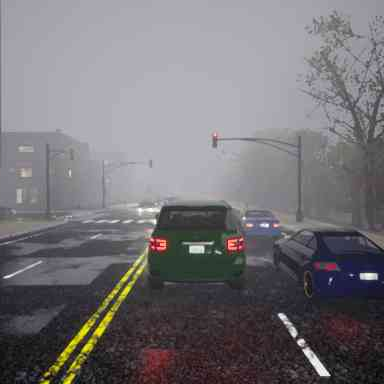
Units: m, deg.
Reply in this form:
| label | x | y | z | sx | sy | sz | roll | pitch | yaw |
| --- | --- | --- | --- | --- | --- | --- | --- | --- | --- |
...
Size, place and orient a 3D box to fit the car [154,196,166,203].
| label | x | y | z | sx | sy | sz | roll | pitch | yaw |
| --- | --- | --- | --- | --- | --- | --- | --- | --- | --- |
| car | -6.509 | 1.538 | 67.917 | 2.033 | 1.411 | 5.357 | 0 | 0 | 0 |

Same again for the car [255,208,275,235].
| label | x | y | z | sx | sy | sz | roll | pitch | yaw |
| --- | --- | --- | --- | --- | --- | --- | --- | --- | --- |
| car | 3.338 | 1.544 | 17.515 | 2.033 | 1.411 | 5.357 | 0 | 0 | 3 |

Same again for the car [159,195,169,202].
| label | x | y | z | sx | sy | sz | roll | pitch | yaw |
| --- | --- | --- | --- | --- | --- | --- | --- | --- | --- |
| car | -6.520 | 1.515 | 78.246 | 2.128 | 1.511 | 4.902 | 0 | 0 | 0 |

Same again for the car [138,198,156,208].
| label | x | y | z | sx | sy | sz | roll | pitch | yaw |
| --- | --- | --- | --- | --- | --- | --- | --- | --- | --- |
| car | -6.560 | 1.592 | 49.003 | 1.895 | 1.301 | 4.718 | 0 | 0 | 0 |

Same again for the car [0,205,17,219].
| label | x | y | z | sx | sy | sz | roll | pitch | yaw |
| --- | --- | --- | --- | --- | --- | --- | --- | --- | --- |
| car | -19.688 | 1.784 | 32.231 | 4.902 | 1.511 | 2.128 | -1 | 1 | -1 |

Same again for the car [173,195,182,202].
| label | x | y | z | sx | sy | sz | roll | pitch | yaw |
| --- | --- | --- | --- | --- | --- | --- | --- | --- | --- |
| car | -3.268 | 1.514 | 76.531 | 1.812 | 1.442 | 4.674 | 0 | 0 | 0 |

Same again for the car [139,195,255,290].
| label | x | y | z | sx | sy | sz | roll | pitch | yaw |
| --- | --- | --- | --- | --- | --- | --- | --- | --- | --- |
| car | 0.111 | 1.220 | 9.211 | 2.150 | 2.045 | 5.566 | 0 | 0 | 0 |

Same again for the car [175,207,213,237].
| label | x | y | z | sx | sy | sz | roll | pitch | yaw |
| --- | --- | --- | --- | --- | --- | --- | --- | --- | --- |
| car | 0.126 | 1.597 | 18.969 | 1.895 | 1.301 | 4.718 | 0 | 0 | 0 |

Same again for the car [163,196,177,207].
| label | x | y | z | sx | sy | sz | roll | pitch | yaw |
| --- | --- | --- | --- | --- | --- | --- | --- | --- | --- |
| car | -3.310 | 1.469 | 50.688 | 1.882 | 1.535 | 5.008 | 0 | 0 | 0 |

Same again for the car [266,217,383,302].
| label | x | y | z | sx | sy | sz | roll | pitch | yaw |
| --- | --- | --- | --- | --- | --- | --- | --- | --- | --- |
| car | 3.358 | 1.562 | 8.288 | 1.994 | 1.385 | 4.181 | 0 | 0 | 0 |

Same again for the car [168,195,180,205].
| label | x | y | z | sx | sy | sz | roll | pitch | yaw |
| --- | --- | --- | --- | --- | --- | --- | --- | --- | --- |
| car | -3.301 | 1.469 | 62.022 | 1.882 | 1.535 | 5.008 | 0 | 1 | 0 |
